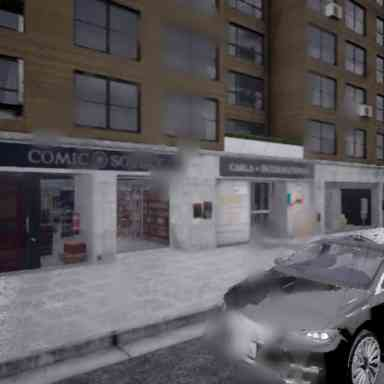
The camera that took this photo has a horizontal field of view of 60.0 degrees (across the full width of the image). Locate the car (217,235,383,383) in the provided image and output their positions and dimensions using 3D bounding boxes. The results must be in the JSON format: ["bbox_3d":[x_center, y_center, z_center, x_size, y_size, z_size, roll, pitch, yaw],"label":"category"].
[{"bbox_3d":[2.591,1.489,5.225,4.902,1.511,2.128,0,0,-35],"label":"car"}]
